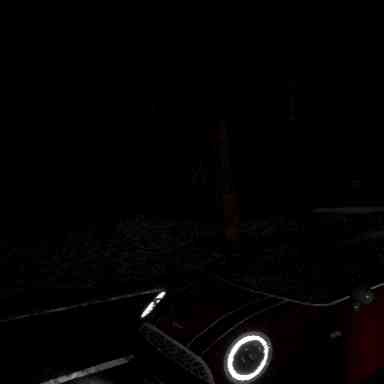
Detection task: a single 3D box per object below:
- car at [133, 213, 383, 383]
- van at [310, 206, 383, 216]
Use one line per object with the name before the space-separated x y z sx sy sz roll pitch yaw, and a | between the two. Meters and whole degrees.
car | 1.526 1.355 4.468 4.553 1.767 2.097 0 0 -36
van | 5.163 1.358 10.448 3.998 1.788 1.690 0 0 -36
